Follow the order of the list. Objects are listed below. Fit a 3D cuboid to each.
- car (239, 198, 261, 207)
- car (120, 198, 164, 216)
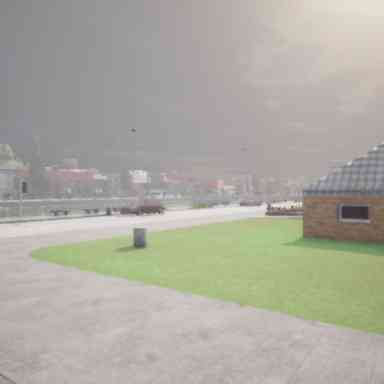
[{"bbox_3d":[8.866,1.565,50.898,1.994,1.385,4.181,0,0,36],"label":"car"},{"bbox_3d":[-4.719,1.353,31.969,2.097,1.767,4.553,0,0,36],"label":"car"}]
